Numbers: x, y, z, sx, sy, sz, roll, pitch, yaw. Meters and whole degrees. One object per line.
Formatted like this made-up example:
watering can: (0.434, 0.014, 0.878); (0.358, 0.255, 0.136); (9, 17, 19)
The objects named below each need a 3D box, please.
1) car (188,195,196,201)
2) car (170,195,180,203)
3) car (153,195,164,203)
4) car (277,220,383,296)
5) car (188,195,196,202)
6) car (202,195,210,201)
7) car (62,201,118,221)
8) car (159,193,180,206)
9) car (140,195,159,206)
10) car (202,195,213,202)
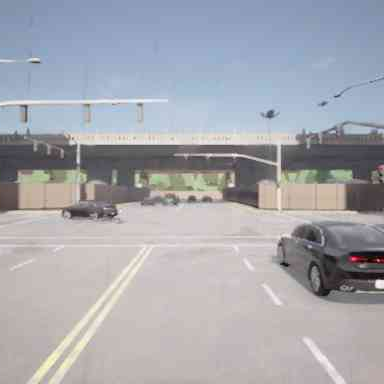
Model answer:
car: (-0.008, 1.462, 83.891); (1.837, 1.490, 4.892); (0, 0, 0)
car: (-3.507, 1.469, 69.538); (1.837, 1.490, 4.892); (0, 0, 0)
car: (-7.007, 1.469, 69.199); (1.837, 1.490, 4.892); (0, 0, 0)
car: (3.577, 1.498, 8.599); (1.837, 1.490, 4.892); (0, -1, 0)
car: (-0.007, 1.464, 73.529); (1.837, 1.490, 4.892); (0, 0, 0)
car: (3.492, 1.514, 83.891); (1.994, 1.385, 4.181); (0, 0, 0)
car: (-8.174, 1.455, 26.425); (4.902, 1.511, 2.128); (0, 0, 27)
car: (-3.562, 1.198, 54.101); (2.150, 2.045, 5.566); (0, 0, 0)
car: (-7.063, 1.523, 53.668); (2.033, 1.411, 5.357); (0, 0, 1)
car: (3.493, 1.488, 73.904); (1.812, 1.442, 4.674); (0, 0, 0)
